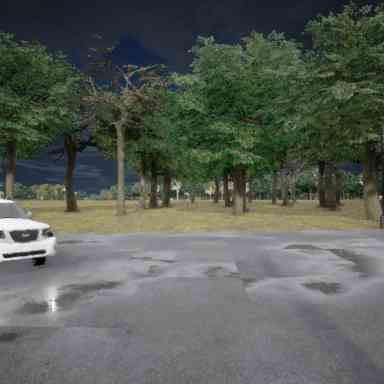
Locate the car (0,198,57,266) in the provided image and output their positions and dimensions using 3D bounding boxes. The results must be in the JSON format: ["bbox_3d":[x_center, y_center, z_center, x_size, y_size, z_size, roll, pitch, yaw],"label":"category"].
[{"bbox_3d":[-6.610,1.186,10.502,5.566,2.045,2.150,-1,-3,36],"label":"car"}]
